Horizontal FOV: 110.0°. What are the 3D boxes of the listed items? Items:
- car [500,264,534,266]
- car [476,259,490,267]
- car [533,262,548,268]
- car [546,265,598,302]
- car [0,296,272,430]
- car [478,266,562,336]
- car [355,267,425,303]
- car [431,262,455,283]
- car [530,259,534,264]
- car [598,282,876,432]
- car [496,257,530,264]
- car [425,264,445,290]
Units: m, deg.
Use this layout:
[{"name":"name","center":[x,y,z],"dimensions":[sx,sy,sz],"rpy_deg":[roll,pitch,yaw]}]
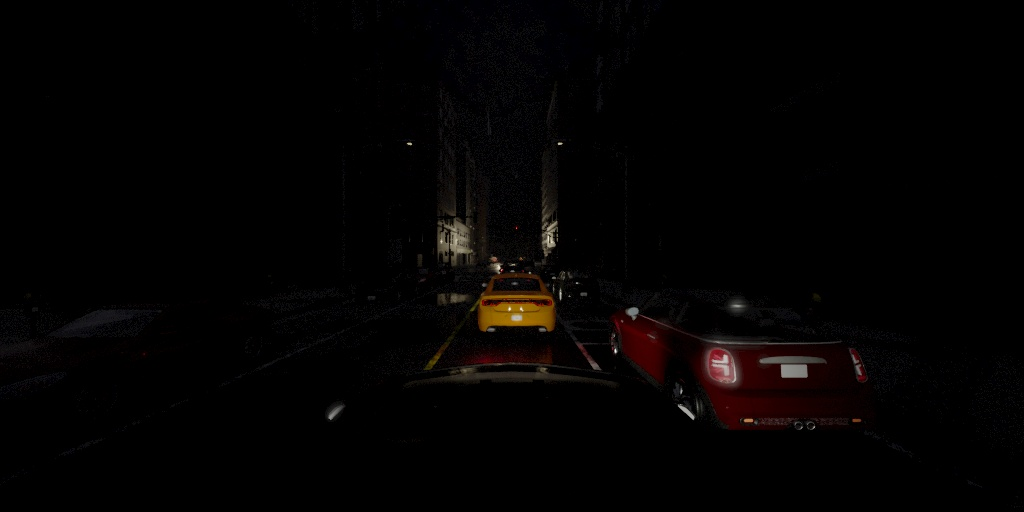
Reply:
[{"name":"car","center":[0.137,1.315,19.449],"dimensions":[1.994,1.385,4.181],"rpy_deg":[0,0,0]},{"name":"car","center":[-5.502,1.374,64.697],"dimensions":[1.802,1.307,4.207],"rpy_deg":[0,0,0]},{"name":"car","center":[2.910,1.318,27.577],"dimensions":[1.948,1.339,4.313],"rpy_deg":[0,0,0]},{"name":"car","center":[2.887,1.301,16.575],"dimensions":[2.007,1.370,4.403],"rpy_deg":[0,0,0]},{"name":"car","center":[-5.661,1.332,5.590],"dimensions":[1.802,1.307,4.207],"rpy_deg":[0,0,0]},{"name":"car","center":[0.115,1.228,10.460],"dimensions":[1.882,1.535,5.008],"rpy_deg":[0,0,0]},{"name":"car","center":[-5.638,1.316,16.593],"dimensions":[1.948,1.339,4.313],"rpy_deg":[0,0,0]},{"name":"car","center":[-5.615,1.192,27.595],"dimensions":[1.967,1.591,4.097],"rpy_deg":[0,0,0]},{"name":"car","center":[3.023,1.231,64.666],"dimensions":[1.967,1.591,4.097],"rpy_deg":[0,0,0]},{"name":"car","center":[2.865,1.190,5.572],"dimensions":[1.967,1.591,4.097],"rpy_deg":[0,0,0]},{"name":"car","center":[0.085,1.105,28.181],"dimensions":[2.097,1.767,4.553],"rpy_deg":[0,0,1]},{"name":"car","center":[-5.627,1.333,22.094],"dimensions":[1.802,1.307,4.207],"rpy_deg":[0,0,0]}]
